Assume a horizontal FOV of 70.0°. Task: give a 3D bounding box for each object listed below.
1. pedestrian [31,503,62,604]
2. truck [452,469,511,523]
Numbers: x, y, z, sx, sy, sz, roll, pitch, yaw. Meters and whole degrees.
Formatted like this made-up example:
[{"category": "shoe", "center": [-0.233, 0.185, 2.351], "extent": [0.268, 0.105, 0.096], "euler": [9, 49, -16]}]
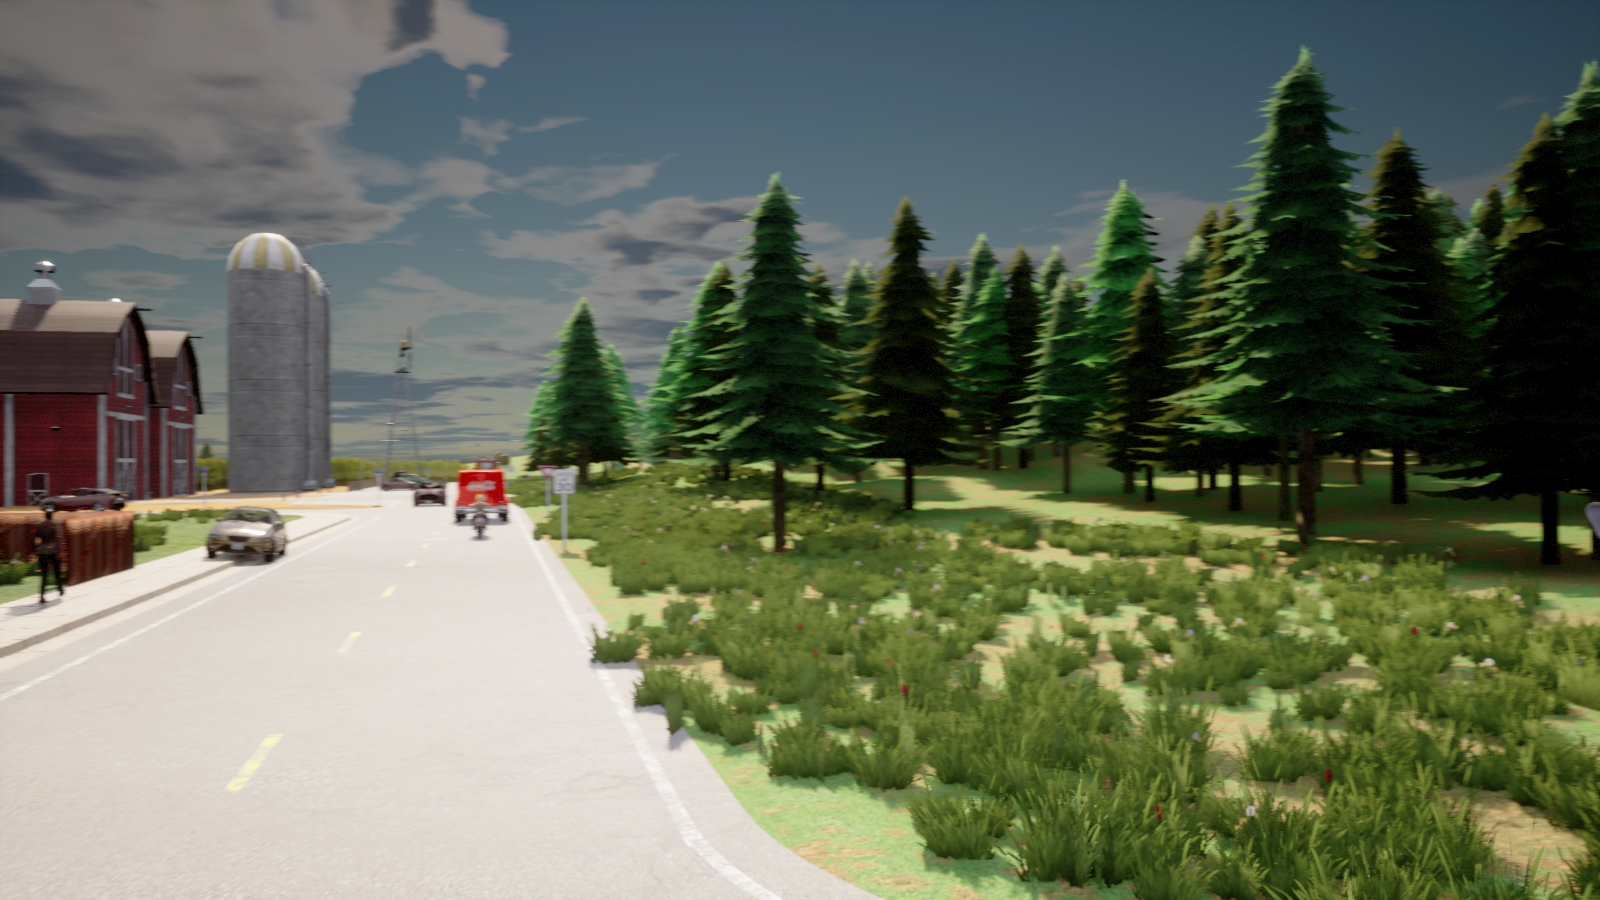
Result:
[{"category": "pedestrian", "center": [-14.184, 1.932, 21.519], "extent": [0.375, 1.860, 0.375], "euler": [0, -1, -13]}, {"category": "truck", "center": [-15.641, 2.183, 56.227], "extent": [2.627, 2.467, 5.204], "euler": [0, -1, -15]}]
